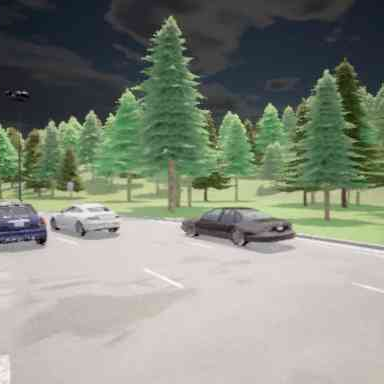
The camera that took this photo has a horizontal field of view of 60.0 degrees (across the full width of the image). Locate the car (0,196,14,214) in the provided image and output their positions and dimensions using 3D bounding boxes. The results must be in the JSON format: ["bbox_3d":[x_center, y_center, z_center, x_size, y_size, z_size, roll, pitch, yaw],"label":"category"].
[{"bbox_3d":[-18.269,1.128,30.068,4.674,1.442,1.812,0,1,33],"label":"car"}]

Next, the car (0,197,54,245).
[{"bbox_3d":[-7.685,1.169,13.504,2.097,1.767,4.553,-1,1,-44],"label":"car"}]

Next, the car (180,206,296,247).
[{"bbox_3d":[1.645,1.315,13.872,2.033,1.411,5.357,-1,1,-36],"label":"car"}]

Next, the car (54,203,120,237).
[{"bbox_3d":[-5.367,1.283,16.537,1.812,1.442,4.674,-1,1,-45],"label":"car"}]
